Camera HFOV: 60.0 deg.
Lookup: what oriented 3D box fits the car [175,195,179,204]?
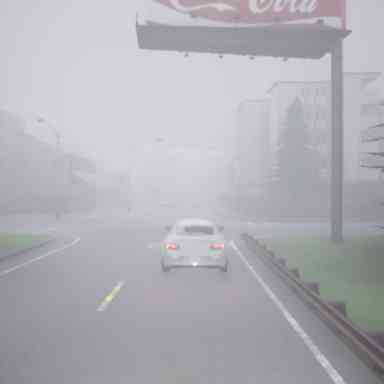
[{"bbox_3d":[-3.531,1.428,63.210,2.097,1.767,4.553,0,0,1],"label":"car"}]

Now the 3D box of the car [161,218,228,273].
[{"bbox_3d":[0.081,1.539,10.584,1.812,1.442,4.674,0,0,0],"label":"car"}]

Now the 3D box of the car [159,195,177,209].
[{"bbox_3d":[-3.579,1.582,47.394,1.812,1.442,4.674,0,0,0],"label":"car"}]
